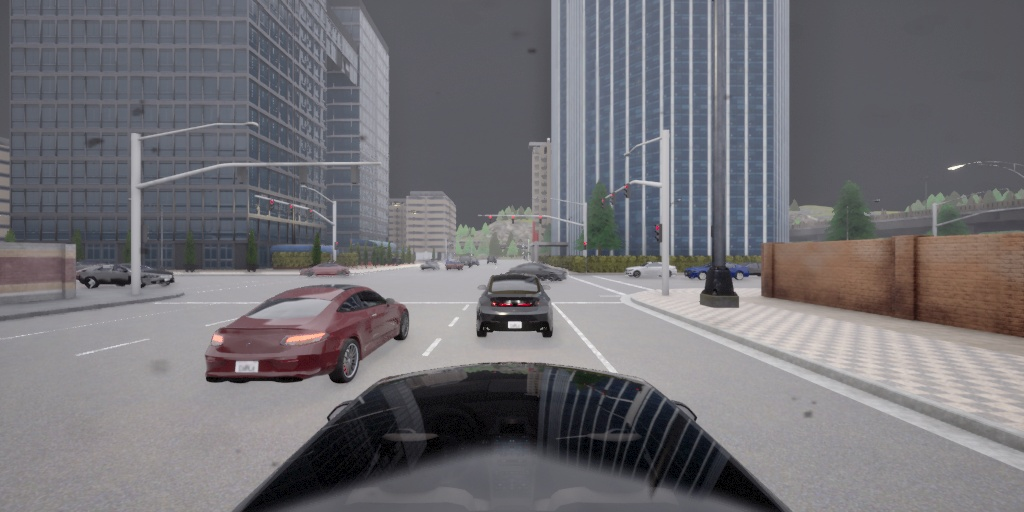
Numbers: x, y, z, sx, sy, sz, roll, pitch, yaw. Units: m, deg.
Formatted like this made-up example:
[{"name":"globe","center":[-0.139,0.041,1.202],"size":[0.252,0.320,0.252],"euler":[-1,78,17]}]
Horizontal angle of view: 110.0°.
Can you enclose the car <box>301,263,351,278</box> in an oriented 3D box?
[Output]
[{"name":"car","center":[-17.506,1.313,33.838],"size":[4.181,1.385,1.994],"euler":[0,0,-18]}]

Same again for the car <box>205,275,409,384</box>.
[{"name":"car","center":[-3.438,1.276,6.963],"size":[1.812,1.442,4.674],"euler":[0,0,0]}]

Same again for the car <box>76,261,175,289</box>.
[{"name":"car","center":[-24.231,1.241,22.667],"size":[4.902,1.511,2.128],"euler":[0,0,0]}]

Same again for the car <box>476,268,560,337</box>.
[{"name":"car","center":[0.063,1.255,10.229],"size":[1.837,1.490,4.892],"euler":[0,0,0]}]

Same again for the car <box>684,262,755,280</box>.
[{"name":"car","center":[17.208,1.228,30.276],"size":[5.008,1.535,1.882],"euler":[0,0,-1]}]

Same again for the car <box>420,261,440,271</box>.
[{"name":"car","center":[-11.421,1.350,50.030],"size":[1.895,1.301,4.718],"euler":[0,0,-1]}]

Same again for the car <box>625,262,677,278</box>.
[{"name":"car","center":[13.025,1.276,33.719],"size":[4.674,1.442,1.812],"euler":[0,0,1]}]

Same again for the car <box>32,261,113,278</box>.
[{"name":"car","center":[-40.600,1.241,33.239],"size":[4.902,1.511,2.128],"euler":[0,0,0]}]

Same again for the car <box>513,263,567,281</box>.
[{"name":"car","center":[1.894,1.275,27.690],"size":[4.674,1.442,1.812],"euler":[0,1,22]}]

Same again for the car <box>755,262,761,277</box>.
[{"name":"car","center":[22.612,1.297,33.824],"size":[5.357,1.411,2.033],"euler":[0,0,-1]}]

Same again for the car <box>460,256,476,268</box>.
[{"name":"car","center":[-8.085,0.970,62.094],"size":[2.150,2.045,5.566],"euler":[0,0,0]}]

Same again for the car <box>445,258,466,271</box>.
[{"name":"car","center":[-7.915,1.351,49.646],"size":[1.895,1.301,4.718],"euler":[0,0,-1]}]
